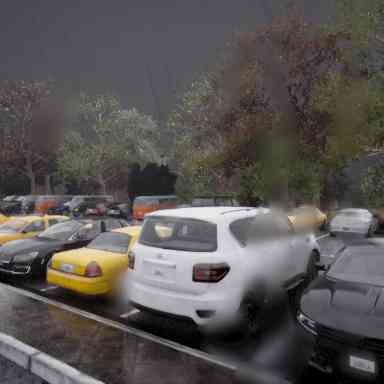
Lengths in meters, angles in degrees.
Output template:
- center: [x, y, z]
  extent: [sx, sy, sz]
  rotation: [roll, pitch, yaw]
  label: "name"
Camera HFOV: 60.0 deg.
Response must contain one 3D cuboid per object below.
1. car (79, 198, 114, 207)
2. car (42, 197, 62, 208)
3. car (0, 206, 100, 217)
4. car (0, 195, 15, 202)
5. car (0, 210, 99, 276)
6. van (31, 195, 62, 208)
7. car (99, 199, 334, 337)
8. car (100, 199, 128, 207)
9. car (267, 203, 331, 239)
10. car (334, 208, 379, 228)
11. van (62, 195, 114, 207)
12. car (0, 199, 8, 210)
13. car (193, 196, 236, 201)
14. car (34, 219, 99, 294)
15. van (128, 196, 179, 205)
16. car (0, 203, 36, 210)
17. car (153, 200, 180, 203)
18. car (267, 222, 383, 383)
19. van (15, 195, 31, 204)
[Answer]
- center: [-6.949, 1.548, 29.209]
  extent: [2.163, 1.488, 4.792]
  rotation: [0, 0, 36]
  label: "car"
- center: [-11.447, 1.539, 32.439]
  extent: [2.097, 1.535, 5.008]
  rotation: [0, 0, 36]
  label: "car"
- center: [-5.807, 1.540, 11.965]
  extent: [1.946, 1.575, 5.366]
  rotation: [0, 0, 36]
  label: "car"
- center: [-18.197, 1.333, 37.288]
  extent: [2.435, 2.045, 5.566]
  rotation: [0, 0, 36]
  label: "car"
- center: [-3.447, 1.554, 10.491]
  extent: [2.231, 1.521, 4.892]
  rotation: [0, 0, 36]
  label: "car"
- center: [-13.626, 1.329, 34.155]
  extent: [1.878, 1.987, 4.442]
  rotation: [0, 0, 36]
  label: "van"
- center: [1.064, 1.320, 7.251]
  extent: [2.435, 2.045, 5.566]
  rotation: [0, 0, 36]
  label: "car"
- center: [-4.811, 1.546, 27.660]
  extent: [2.163, 1.488, 4.792]
  rotation: [0, 0, 36]
  label: "car"
- center: [6.379, 1.552, 19.288]
  extent: [1.946, 1.575, 5.366]
  rotation: [0, 0, 36]
  label: "car"
- center: [8.729, 1.604, 17.810]
  extent: [2.002, 1.452, 4.674]
  rotation: [0, 0, 36]
  label: "car"
- center: [-9.259, 1.302, 30.713]
  extent: [1.878, 1.987, 4.442]
  rotation: [0, 0, 36]
  label: "van"
- center: [-27.252, 1.684, 43.887]
  extent: [2.002, 1.452, 4.674]
  rotation: [0, 0, 36]
  label: "car"
- center: [2.019, 1.285, 22.711]
  extent: [2.435, 2.045, 5.566]
  rotation: [0, 0, 36]
  label: "car"
- center: [-1.093, 1.559, 9.007]
  extent: [1.946, 1.575, 5.366]
  rotation: [0, 0, 36]
  label: "car"
- center: [-2.516, 1.294, 26.105]
  extent: [1.878, 1.987, 4.442]
  rotation: [0, 0, 36]
  label: "van"
- center: [-10.401, 1.524, 15.293]
  extent: [1.946, 1.575, 5.366]
  rotation: [0, 0, 36]
  label: "car"
- center: [-0.258, 1.556, 24.290]
  extent: [2.163, 1.488, 4.792]
  rotation: [0, 0, 36]
  label: "car"
- center: [3.297, 1.580, 5.604]
  extent: [2.097, 1.535, 5.008]
  rotation: [0, 0, 36]
  label: "car"
- center: [-16.006, 1.343, 35.591]
  extent: [1.878, 1.987, 4.442]
  rotation: [0, 0, 36]
  label: "van"
